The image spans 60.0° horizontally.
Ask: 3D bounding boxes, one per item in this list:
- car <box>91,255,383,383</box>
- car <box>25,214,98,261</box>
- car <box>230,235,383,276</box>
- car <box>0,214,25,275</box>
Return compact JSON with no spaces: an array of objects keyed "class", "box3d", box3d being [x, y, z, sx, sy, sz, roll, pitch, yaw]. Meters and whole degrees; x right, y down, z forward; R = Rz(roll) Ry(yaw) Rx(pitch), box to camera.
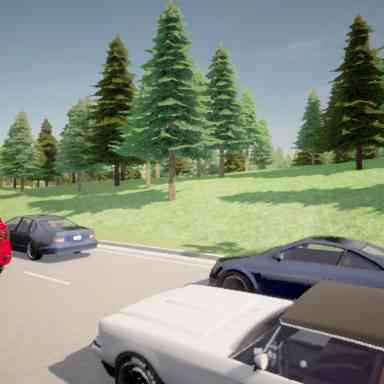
[{"class":"car","box3d":[1.216,1.601,3.125,4.718,1.301,1.895,0,0,35]},{"class":"car","box3d":[-5.802,1.547,12.353,5.357,1.411,2.033,0,0,35]},{"class":"car","box3d":[2.424,1.563,6.567,4.181,1.385,1.994,0,0,35]},{"class":"car","box3d":[-7.064,1.221,8.949,5.566,2.045,2.150,0,0,36]}]
